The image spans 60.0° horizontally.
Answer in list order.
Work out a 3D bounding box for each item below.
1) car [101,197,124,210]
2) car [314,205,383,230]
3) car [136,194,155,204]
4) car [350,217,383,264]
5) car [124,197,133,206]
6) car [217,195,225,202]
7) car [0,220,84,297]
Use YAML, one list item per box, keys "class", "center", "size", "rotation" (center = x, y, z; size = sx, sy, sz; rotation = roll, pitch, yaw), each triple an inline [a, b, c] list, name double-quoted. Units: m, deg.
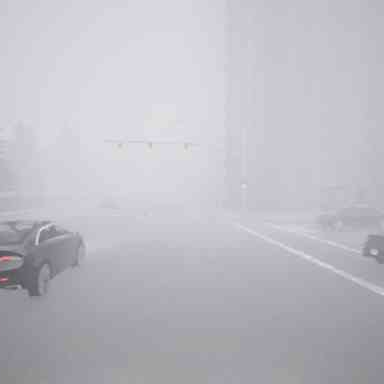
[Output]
- class: "car"
  center: [-9.972, 1.363, 41.106]
  size: [1.837, 1.490, 4.892]
  rotation: [0, 0, -3]
- class: "car"
  center: [10.315, 1.608, 21.226]
  size: [4.892, 1.490, 1.837]
  rotation: [0, 0, -4]
- class: "car"
  center: [-8.456, 1.191, 61.003]
  size: [2.097, 1.767, 4.553]
  rotation: [0, 0, 17]
- class: "car"
  center: [7.675, 1.626, 10.310]
  size: [4.674, 1.442, 1.812]
  rotation: [0, -1, -11]
- class: "car"
  center: [-10.372, 1.404, 51.040]
  size: [1.994, 1.385, 4.181]
  rotation: [0, 0, 1]
- class: "car"
  center: [7.756, 1.468, 75.424]
  size: [4.674, 1.442, 1.812]
  rotation: [0, 0, -28]
- class: "car"
  center: [-4.121, 1.457, 8.389]
  size: [2.128, 1.511, 4.902]
  rotation: [1, 0, -4]
